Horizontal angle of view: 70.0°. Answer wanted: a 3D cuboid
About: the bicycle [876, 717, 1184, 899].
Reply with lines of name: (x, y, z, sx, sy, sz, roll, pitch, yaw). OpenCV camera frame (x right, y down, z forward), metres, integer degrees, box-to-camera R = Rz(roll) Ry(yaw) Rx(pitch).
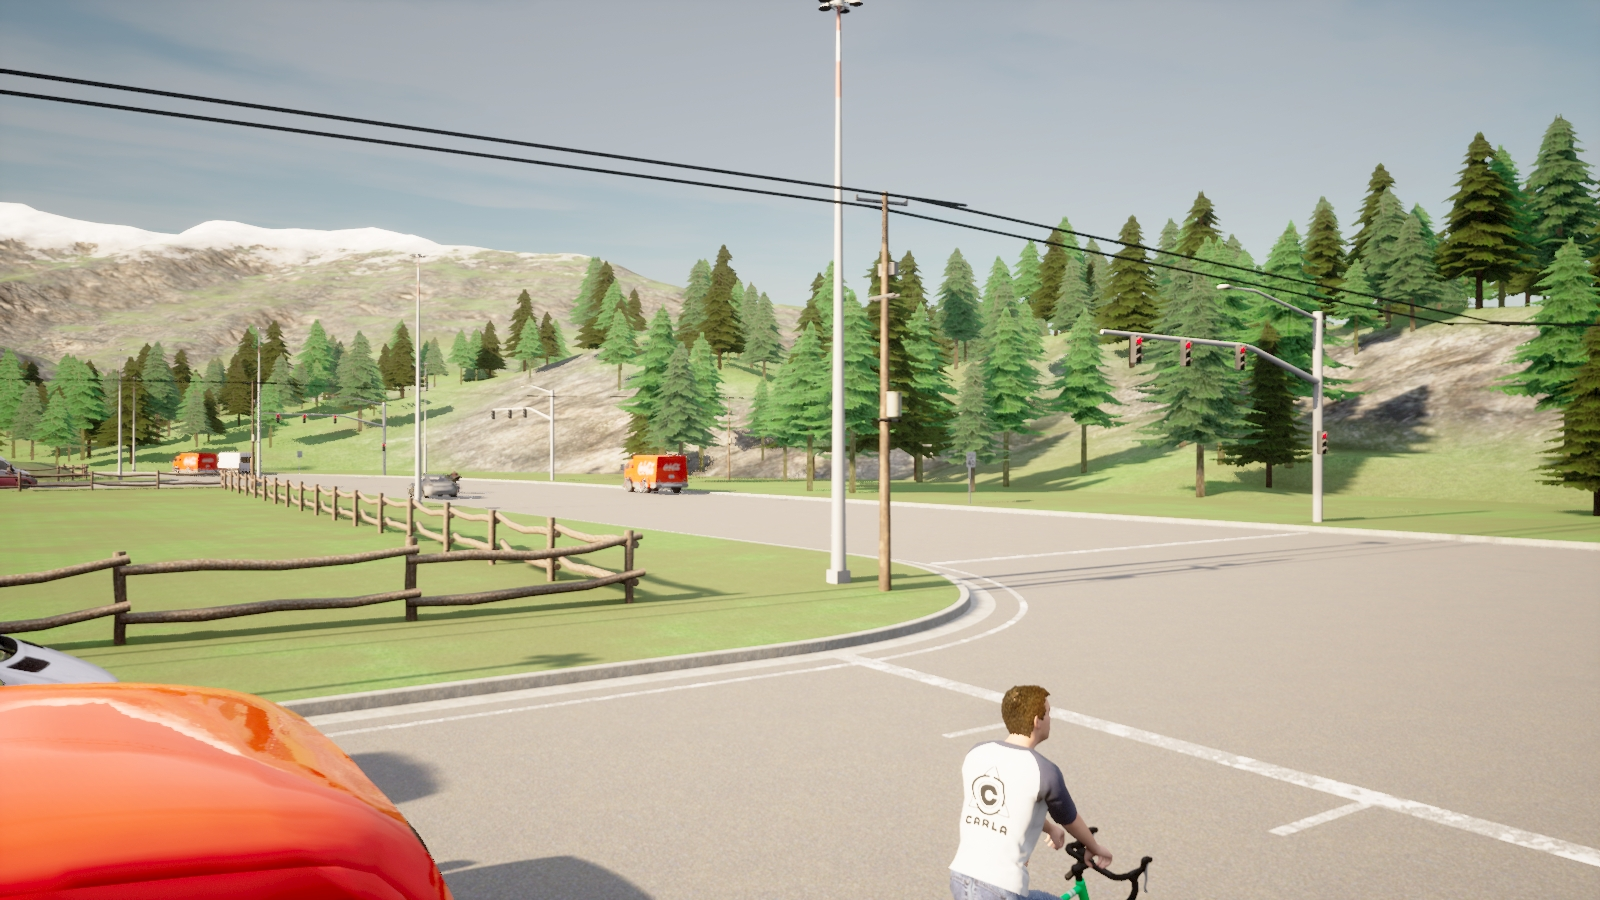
bicycle: (1.046, 2.057, 4.945, 1.643, 1.496, 0.373, 1, 0, -41)

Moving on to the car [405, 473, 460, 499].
car: (-21.686, 2.123, 67.328, 1.994, 1.385, 4.181, 0, 0, -35)

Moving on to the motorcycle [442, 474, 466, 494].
motorcycle: (-22.672, 2.210, 74.909, 0.867, 1.251, 2.209, 0, 0, -35)

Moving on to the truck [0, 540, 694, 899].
truck: (-3.084, 1.568, 1.706, 5.204, 2.467, 2.627, 0, 0, -34)

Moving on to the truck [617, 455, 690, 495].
truck: (-9.559, 1.574, 74.408, 2.627, 2.467, 5.204, 0, 0, -35)

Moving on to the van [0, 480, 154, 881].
van: (-7.495, 1.534, 7.076, 5.915, 2.561, 1.988, 0, 0, -35)

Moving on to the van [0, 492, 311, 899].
van: (-5.244, 1.534, 4.379, 5.915, 2.561, 1.988, 0, 0, -35)
